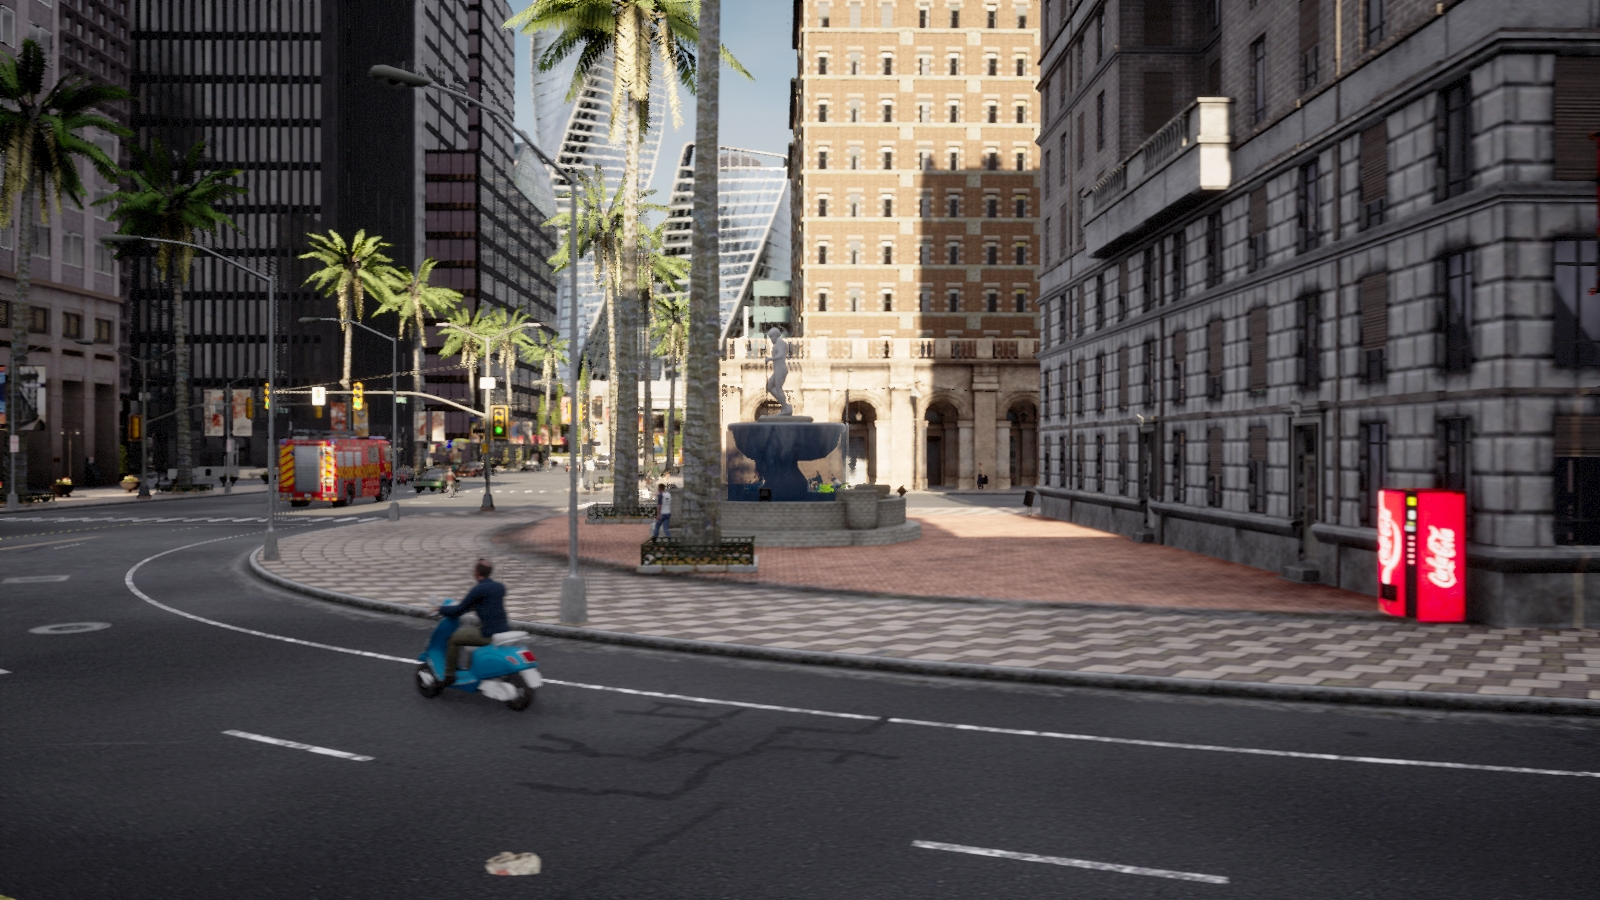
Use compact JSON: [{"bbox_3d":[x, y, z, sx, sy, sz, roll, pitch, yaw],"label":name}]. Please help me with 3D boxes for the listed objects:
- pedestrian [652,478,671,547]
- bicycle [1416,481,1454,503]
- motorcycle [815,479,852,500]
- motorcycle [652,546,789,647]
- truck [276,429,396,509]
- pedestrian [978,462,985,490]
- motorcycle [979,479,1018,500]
[{"bbox_3d":[-3.798,1.712,31.335,0.375,1.860,0.375,0,0,-44],"label":"pedestrian"},{"bbox_3d":[34.395,2.250,61.916,1.835,1.171,0.329,0,0,1],"label":"bicycle"},{"bbox_3d":[1.881,2.247,64.608,2.033,1.145,0.803,0,0,-2],"label":"motorcycle"},{"bbox_3d":[-1.244,2.179,17.392,0.764,1.277,2.356,1,-1,-42],"label":"motorcycle"},{"bbox_3d":[-23.878,0.917,59.382,2.891,3.827,8.468,0,0,-1],"label":"truck"},{"bbox_3d":[12.052,1.738,75.853,0.375,1.860,0.375,0,0,-7],"label":"pedestrian"},{"bbox_3d":[11.250,2.249,64.795,2.033,1.145,0.803,0,0,-2],"label":"motorcycle"}]
